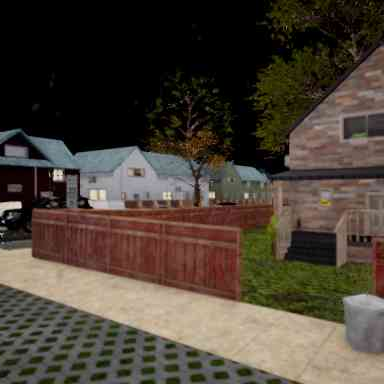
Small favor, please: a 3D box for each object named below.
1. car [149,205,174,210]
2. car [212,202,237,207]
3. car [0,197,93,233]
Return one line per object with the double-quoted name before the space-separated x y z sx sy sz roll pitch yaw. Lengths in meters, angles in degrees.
"car" -2.868 1.807 28.899 1.895 1.301 4.718 0 0 37
"car" 3.659 1.835 37.592 1.812 1.442 4.674 0 -1 37
"car" -8.871 1.330 20.859 2.150 2.045 5.566 0 0 36
